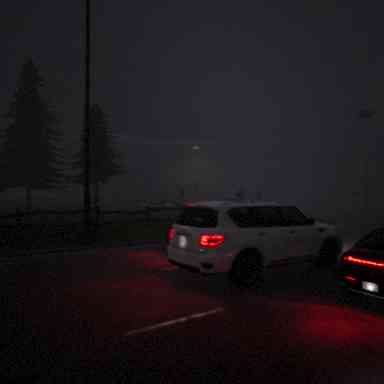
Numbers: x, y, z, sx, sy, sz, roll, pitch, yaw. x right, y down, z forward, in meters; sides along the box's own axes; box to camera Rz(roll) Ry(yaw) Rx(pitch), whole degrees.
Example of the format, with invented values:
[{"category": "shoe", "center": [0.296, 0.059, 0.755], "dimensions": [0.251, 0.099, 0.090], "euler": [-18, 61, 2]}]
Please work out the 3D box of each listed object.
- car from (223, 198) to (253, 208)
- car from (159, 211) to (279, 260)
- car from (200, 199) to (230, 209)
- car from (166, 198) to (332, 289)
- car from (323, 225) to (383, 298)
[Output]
[{"category": "car", "center": [7.060, 1.667, 51.483], "dimensions": [1.837, 1.490, 4.892], "euler": [0, 0, -35]}, {"category": "car", "center": [1.173, 1.565, 13.235], "dimensions": [4.674, 1.442, 1.812], "euler": [0, 0, -35]}, {"category": "car", "center": [3.450, 1.748, 50.537], "dimensions": [1.895, 1.301, 4.718], "euler": [0, 0, -35]}, {"category": "car", "center": [1.985, 1.255, 9.531], "dimensions": [5.566, 2.045, 2.150], "euler": [0, 0, -35]}, {"category": "car", "center": [5.326, 1.544, 7.602], "dimensions": [4.892, 1.490, 1.837], "euler": [1, 0, -35]}]
